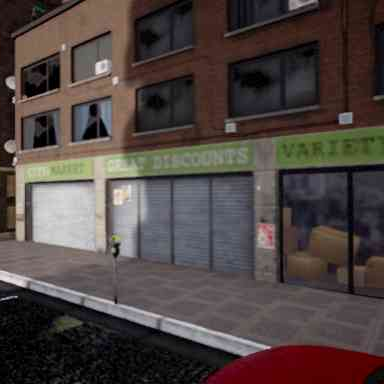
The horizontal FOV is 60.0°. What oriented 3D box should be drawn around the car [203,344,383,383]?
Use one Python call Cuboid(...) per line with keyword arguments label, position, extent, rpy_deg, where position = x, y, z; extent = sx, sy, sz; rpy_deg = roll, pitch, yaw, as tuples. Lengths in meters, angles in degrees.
Cuboid(label="car", position=(1.980, 1.545, 1.472), extent=(4.507, 1.381, 1.887), rpy_deg=(0, 0, 36))
